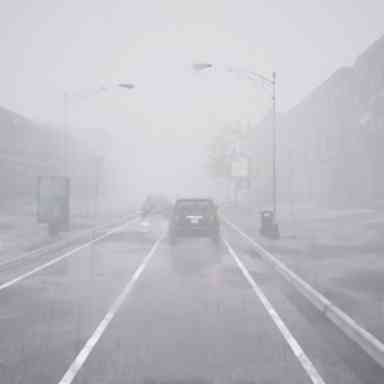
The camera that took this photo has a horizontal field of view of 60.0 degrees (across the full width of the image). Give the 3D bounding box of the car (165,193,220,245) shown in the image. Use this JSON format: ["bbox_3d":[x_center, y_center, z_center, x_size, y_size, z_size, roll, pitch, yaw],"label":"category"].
[{"bbox_3d":[0.103,1.227,15.750,2.150,2.045,5.566,0,0,0],"label":"car"}]

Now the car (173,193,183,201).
[{"bbox_3d":[-2.987,1.078,71.856,1.837,1.490,4.892,0,0,0],"label":"car"}]

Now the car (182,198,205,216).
[{"bbox_3d":[0.106,1.439,33.571,2.128,1.511,4.902,0,0,0],"label":"car"}]

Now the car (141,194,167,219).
[{"bbox_3d":[-3.092,1.192,29.363,2.150,2.045,5.566,0,0,0],"label":"car"}]
